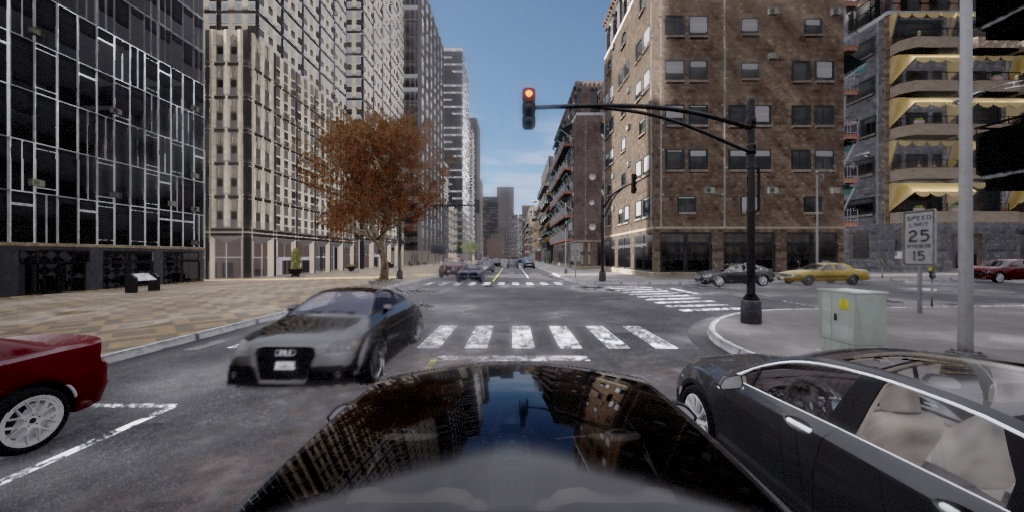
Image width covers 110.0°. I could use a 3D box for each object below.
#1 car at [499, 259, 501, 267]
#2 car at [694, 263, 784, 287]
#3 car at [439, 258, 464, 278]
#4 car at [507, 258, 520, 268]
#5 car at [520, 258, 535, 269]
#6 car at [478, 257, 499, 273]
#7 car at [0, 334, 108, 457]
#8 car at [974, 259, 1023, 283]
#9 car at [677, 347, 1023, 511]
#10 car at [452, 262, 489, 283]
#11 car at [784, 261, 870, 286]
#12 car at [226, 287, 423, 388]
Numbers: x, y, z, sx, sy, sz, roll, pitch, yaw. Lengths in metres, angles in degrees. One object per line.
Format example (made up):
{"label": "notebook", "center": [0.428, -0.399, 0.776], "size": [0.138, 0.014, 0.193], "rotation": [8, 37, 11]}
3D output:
{"label": "car", "center": [-3.023, 1.145, 64.829], "size": [2.097, 1.767, 4.553], "rotation": [0, 0, 1]}
{"label": "car", "center": [13.438, 1.095, 21.760], "size": [4.403, 1.370, 2.007], "rotation": [0, 0, -1]}
{"label": "car", "center": [-5.687, 1.079, 34.734], "size": [2.192, 1.841, 5.009], "rotation": [0, 0, 0]}
{"label": "car", "center": [0.113, 1.278, 60.589], "size": [2.128, 1.511, 4.902], "rotation": [0, 0, 0]}
{"label": "car", "center": [2.697, 1.349, 56.824], "size": [1.948, 1.339, 4.313], "rotation": [0, 0, 0]}
{"label": "car", "center": [-3.093, 1.263, 43.625], "size": [2.128, 1.511, 4.902], "rotation": [0, 0, 0]}
{"label": "car", "center": [-5.691, 1.295, 2.347], "size": [1.888, 1.381, 4.507], "rotation": [0, 0, 0]}
{"label": "car", "center": [30.139, 0.858, 21.928], "size": [4.507, 1.381, 1.888], "rotation": [0, 0, -1]}
{"label": "car", "center": [2.689, 1.300, 2.346], "size": [2.007, 1.370, 4.403], "rotation": [0, 0, 0]}
{"label": "car", "center": [-3.097, 1.360, 27.779], "size": [1.895, 1.301, 4.718], "rotation": [0, 0, 0]}
{"label": "car", "center": [18.835, 0.993, 21.814], "size": [4.829, 1.417, 1.751], "rotation": [0, 0, -1]}
{"label": "car", "center": [-3.099, 1.314, 6.882], "size": [1.994, 1.385, 4.181], "rotation": [0, 0, 0]}
